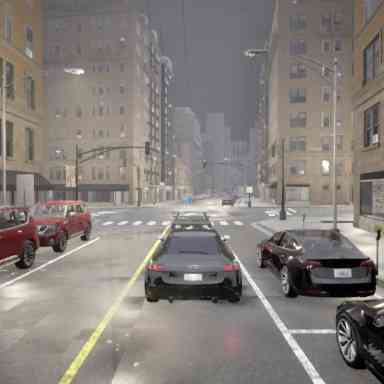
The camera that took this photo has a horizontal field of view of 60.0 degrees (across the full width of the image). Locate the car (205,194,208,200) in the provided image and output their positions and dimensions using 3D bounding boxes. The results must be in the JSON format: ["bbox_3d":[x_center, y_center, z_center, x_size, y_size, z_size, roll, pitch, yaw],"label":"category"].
[{"bbox_3d":[2.285,1.454,86.582,1.802,1.307,4.206,0,0,9],"label":"car"}]

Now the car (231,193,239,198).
[{"bbox_3d":[10.708,1.201,85.278,2.192,1.841,5.009,0,0,9],"label":"car"}]

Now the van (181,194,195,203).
[{"bbox_3d":[-1.080,1.248,64.853,1.690,1.788,3.998,0,0,9],"label":"van"}]

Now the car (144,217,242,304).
[{"bbox_3d":[0.037,1.562,8.229,1.994,1.385,4.181,0,0,0],"label":"car"}]

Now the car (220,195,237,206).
[{"bbox_3d":[5.664,1.512,52.685,1.947,1.339,4.313,0,0,9],"label":"car"}]

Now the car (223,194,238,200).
[{"bbox_3d":[7.346,1.487,63.550,1.947,1.339,4.313,0,0,9],"label":"car"}]

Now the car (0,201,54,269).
[{"bbox_3d":[-5.687,1.313,8.324,2.192,1.841,5.009,-1,0,0],"label":"car"}]

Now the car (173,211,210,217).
[{"bbox_3d":[-0.023,1.595,17.043,1.895,1.301,4.718,0,0,0],"label":"car"}]

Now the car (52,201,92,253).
[{"bbox_3d":[-5.696,1.311,13.832,2.192,1.841,5.009,-1,0,0],"label":"car"}]

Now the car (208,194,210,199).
[{"bbox_3d":[3.125,1.308,92.015,1.967,1.590,4.097,0,0,9],"label":"car"}]

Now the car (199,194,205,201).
[{"bbox_3d":[1.418,1.404,80.982,1.752,1.417,4.829,0,0,9],"label":"car"}]

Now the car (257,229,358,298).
[{"bbox_3d":[2.841,1.564,8.346,1.947,1.339,4.313,-1,0,0],"label":"car"}]

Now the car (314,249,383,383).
[{"bbox_3d":[2.851,1.565,2.839,1.947,1.339,4.313,-1,0,0],"label":"car"}]

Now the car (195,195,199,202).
[{"bbox_3d":[-0.239,1.336,70.286,1.967,1.590,4.097,0,0,9],"label":"car"}]
